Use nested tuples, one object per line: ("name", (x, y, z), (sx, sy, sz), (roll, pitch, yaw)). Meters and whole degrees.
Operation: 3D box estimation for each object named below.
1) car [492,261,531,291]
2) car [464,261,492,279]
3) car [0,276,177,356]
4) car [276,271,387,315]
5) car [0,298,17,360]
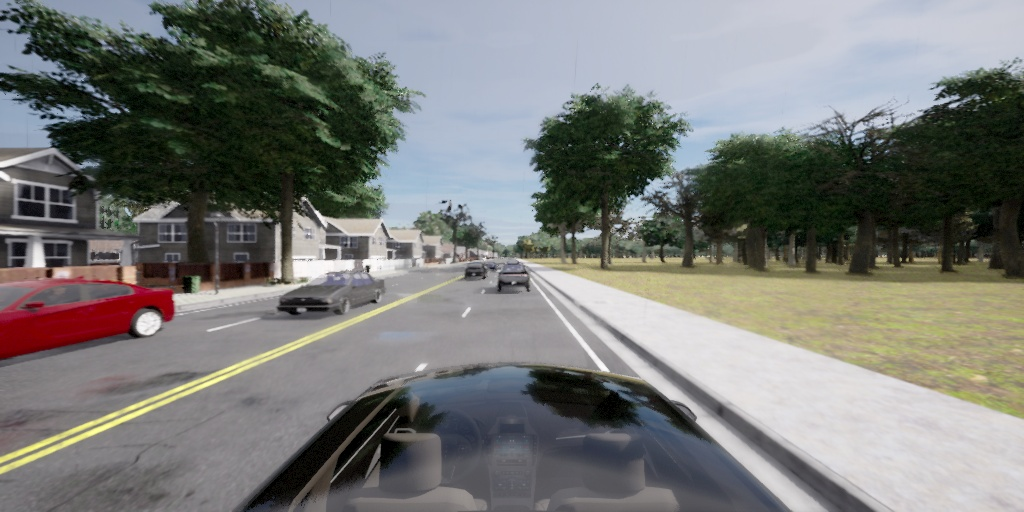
("car", (0.107, 1.250, 21.841), (2.128, 1.511, 4.902), (0, 0, 0))
("car", (-3.136, 1.269, 32.153), (1.837, 1.490, 4.892), (0, 0, 0))
("car", (-9.830, 1.231, 7.354), (1.882, 1.535, 5.008), (0, 0, 0))
("car", (-6.538, 1.303, 13.850), (2.033, 1.411, 5.357), (0, 0, 1))
("car", (-6.564, 1.243, 1.506), (2.128, 1.511, 4.902), (0, 0, 0))
